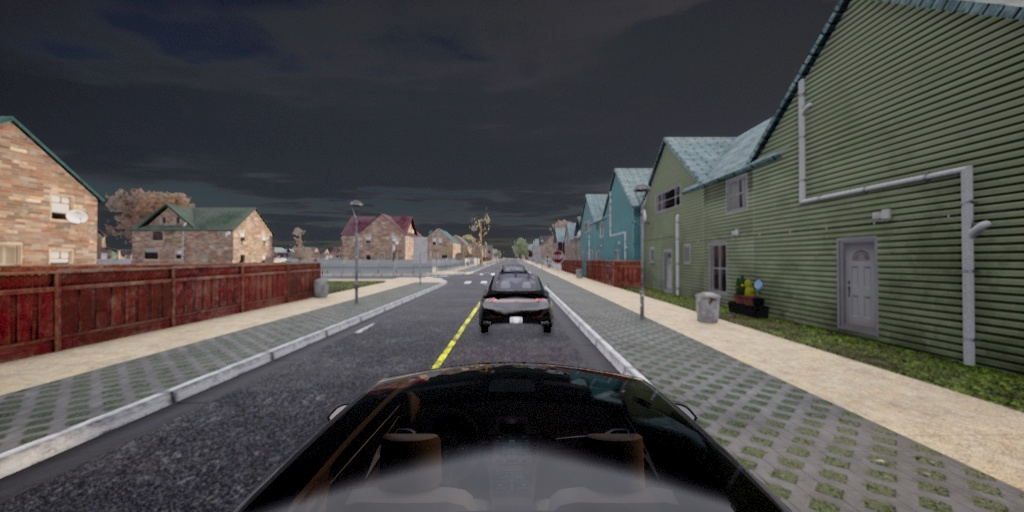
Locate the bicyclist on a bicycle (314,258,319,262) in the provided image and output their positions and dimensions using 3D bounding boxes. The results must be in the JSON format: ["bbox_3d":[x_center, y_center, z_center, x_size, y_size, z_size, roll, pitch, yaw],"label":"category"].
[{"bbox_3d":[-20.143,1.065,36.974,0.582,1.620,1.656,0,0,0],"label":"bicyclist on a bicycle"}]

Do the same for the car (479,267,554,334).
[{"bbox_3d":[0.113,1.234,10.570,2.128,1.511,4.902,0,0,0],"label":"car"}]

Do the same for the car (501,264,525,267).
[{"bbox_3d":[0.034,1.225,21.723,2.128,1.511,4.902,0,0,-2],"label":"car"}]
